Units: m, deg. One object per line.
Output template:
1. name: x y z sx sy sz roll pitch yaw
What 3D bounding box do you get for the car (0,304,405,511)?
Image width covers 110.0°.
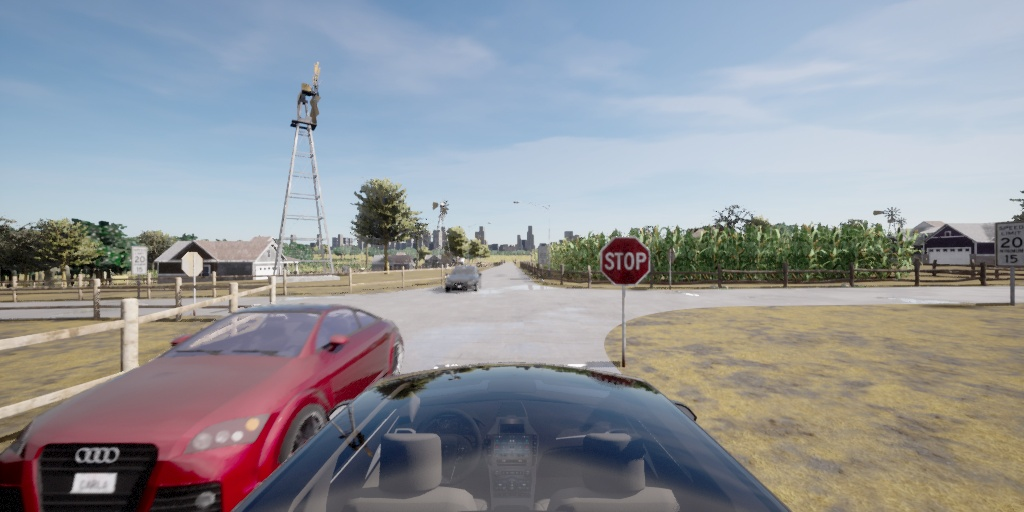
1. car: -2.781 1.316 4.367 1.994 1.385 4.181 0 0 0

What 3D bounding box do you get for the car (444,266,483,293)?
1. car: -2.828 1.359 21.634 1.837 1.490 4.892 -1 1 0
